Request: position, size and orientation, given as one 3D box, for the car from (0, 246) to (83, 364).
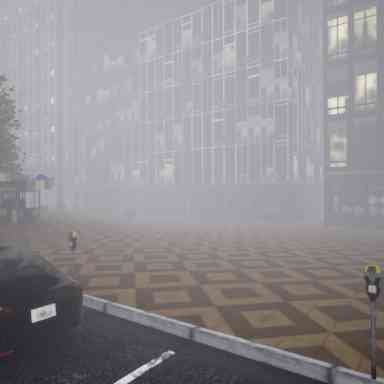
[{"bbox_3d":[-3.568,1.566,5.417,4.313,1.339,1.947,0,0,35],"label":"car"}]
